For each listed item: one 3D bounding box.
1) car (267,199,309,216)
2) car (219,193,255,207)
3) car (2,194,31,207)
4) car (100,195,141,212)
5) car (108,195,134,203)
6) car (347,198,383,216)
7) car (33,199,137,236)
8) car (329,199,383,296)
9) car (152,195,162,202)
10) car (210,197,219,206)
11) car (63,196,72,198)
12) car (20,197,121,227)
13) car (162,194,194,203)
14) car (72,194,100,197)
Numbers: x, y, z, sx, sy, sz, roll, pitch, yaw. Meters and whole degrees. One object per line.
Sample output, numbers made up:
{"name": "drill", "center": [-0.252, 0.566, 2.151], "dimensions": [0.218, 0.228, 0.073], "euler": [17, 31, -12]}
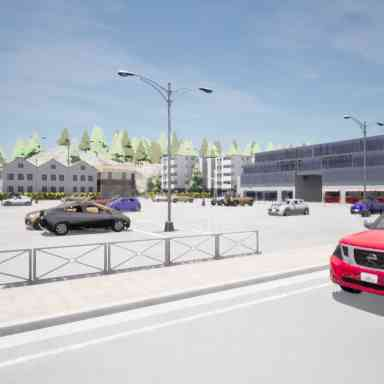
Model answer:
{"name": "car", "center": [8.618, 1.384, 29.761], "dimensions": [3.806, 1.475, 1.970], "euler": [0, 0, -33]}
{"name": "car", "center": [6.608, 1.097, 46.982], "dimensions": [4.605, 1.855, 1.932], "euler": [0, 0, -33]}
{"name": "car", "center": [-25.655, 1.361, 48.719], "dimensions": [3.806, 1.475, 1.970], "euler": [0, 0, -33]}
{"name": "car", "center": [-7.097, 1.320, 33.969], "dimensions": [3.633, 1.501, 1.845], "euler": [0, 0, -33]}
{"name": "car", "center": [-13.811, 1.298, 64.541], "dimensions": [4.514, 1.523, 2.007], "euler": [0, 0, -33]}
{"name": "car", "center": [16.477, 1.374, 31.235], "dimensions": [3.633, 1.501, 1.845], "euler": [0, 0, -33]}
{"name": "car", "center": [-5.474, 1.340, 17.238], "dimensions": [4.514, 1.523, 2.007], "euler": [0, 0, -33]}
{"name": "car", "center": [5.566, 1.214, 7.620], "dimensions": [5.566, 2.045, 2.150], "euler": [0, 0, -33]}
{"name": "car", "center": [-5.898, 1.232, 65.239], "dimensions": [3.806, 1.475, 1.970], "euler": [0, 0, -33]}
{"name": "car", "center": [4.698, 1.077, 49.211], "dimensions": [3.866, 1.878, 1.905], "euler": [0, 0, -33]}
{"name": "car", "center": [-18.524, 1.097, 53.307], "dimensions": [4.605, 1.855, 1.932], "euler": [0, 0, -33]}
{"name": "car", "center": [-7.204, 1.330, 19.855], "dimensions": [5.027, 1.636, 2.152], "euler": [0, 0, -33]}
{"name": "car", "center": [-2.176, 1.153, 60.001], "dimensions": [5.027, 1.636, 2.152], "euler": [0, 0, -33]}
{"name": "car", "center": [-12.431, 1.298, 42.420], "dimensions": [4.514, 1.523, 2.007], "euler": [0, 0, -33]}
